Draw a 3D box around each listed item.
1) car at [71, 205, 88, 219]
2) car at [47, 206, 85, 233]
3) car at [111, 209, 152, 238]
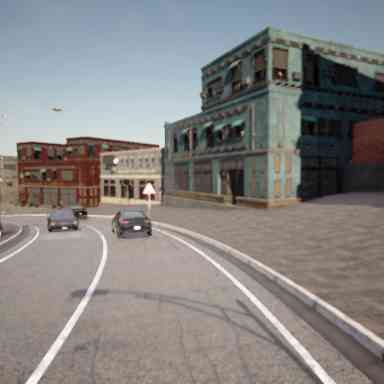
[{"bbox_3d":[-13.209,2.211,36.837,1.882,1.535,5.008,-3,-1,-37],"label":"car"},{"bbox_3d":[-9.072,1.942,23.258,2.033,1.411,5.357,-2,-1,-25],"label":"car"},{"bbox_3d":[-3.512,1.687,19.005,1.812,1.442,4.674,-1,-1,-19],"label":"car"}]
